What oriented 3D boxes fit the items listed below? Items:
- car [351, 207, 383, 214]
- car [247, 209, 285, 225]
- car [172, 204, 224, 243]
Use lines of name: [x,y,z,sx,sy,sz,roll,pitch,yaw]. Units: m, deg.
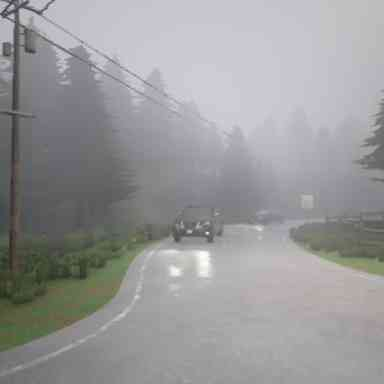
car: [22.853,2.606,42.543,5.357,1.411,2.033,1,-2,-25]
car: [7.234,2.369,32.202,4.674,1.442,1.812,1,-2,-44]
car: [0.540,1.769,19.966,2.150,2.045,5.566,-1,-2,14]
